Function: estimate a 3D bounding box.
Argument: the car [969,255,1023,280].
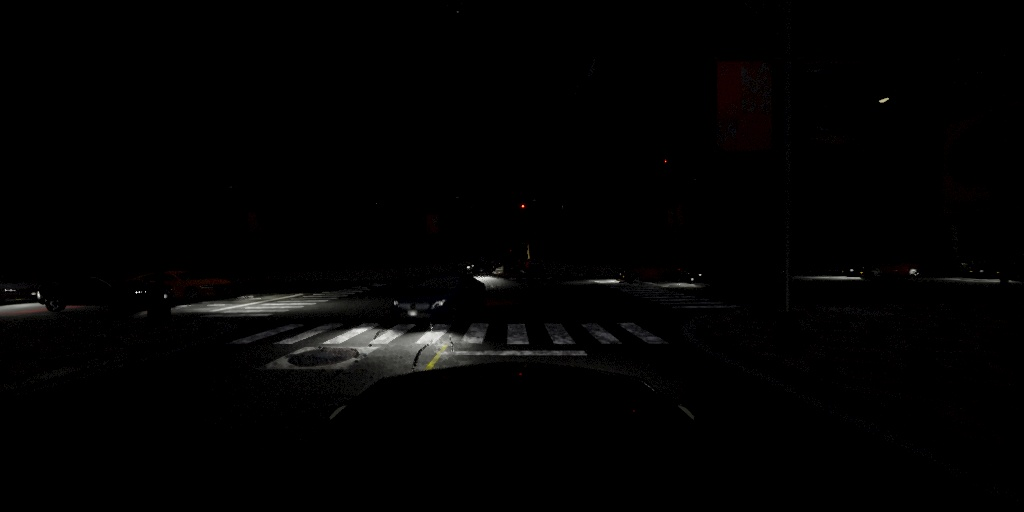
[{"bbox_3d":[31.843,0.668,22.470,4.892,1.490,1.837,-1,0,0],"label":"car"}]

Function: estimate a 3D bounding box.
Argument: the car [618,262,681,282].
[{"bbox_3d":[9.900,1.104,25.940,4.181,1.385,1.994,-1,0,4],"label":"car"}]

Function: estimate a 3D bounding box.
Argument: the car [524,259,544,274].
[{"bbox_3d":[2.733,1.305,41.164,2.007,1.370,4.403,0,0,0],"label":"car"}]

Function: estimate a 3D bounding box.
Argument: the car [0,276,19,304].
[{"bbox_3d":[-27.623,1.763,18.932,4.674,1.442,1.812,-1,0,0],"label":"car"}]

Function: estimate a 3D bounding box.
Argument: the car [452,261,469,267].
[{"bbox_3d":[-5.792,1.306,41.126,2.007,1.370,4.403,0,0,0],"label":"car"}]

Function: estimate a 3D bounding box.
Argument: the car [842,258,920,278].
[{"bbox_3d":[26.363,0.815,25.713,4.181,1.385,1.994,-1,0,0],"label":"car"}]

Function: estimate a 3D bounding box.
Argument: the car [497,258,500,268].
[{"bbox_3d":[-3.164,1.305,48.953,2.033,1.411,5.357,0,0,0],"label":"car"}]

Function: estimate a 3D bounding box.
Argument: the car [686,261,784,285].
[{"bbox_3d":[13.946,1.021,22.447,5.357,1.411,2.033,-1,0,0],"label":"car"}]

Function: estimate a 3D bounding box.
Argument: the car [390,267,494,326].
[{"bbox_3d":[-2.230,1.301,12.147,1.812,1.442,4.674,-1,0,13],"label":"car"}]

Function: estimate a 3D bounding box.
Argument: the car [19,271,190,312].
[{"bbox_3d":[-17.626,1.546,15.706,4.902,1.511,2.128,-1,0,2],"label":"car"}]

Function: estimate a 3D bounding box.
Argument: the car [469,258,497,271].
[{"bbox_3d":[-3.117,1.246,39.094,2.128,1.511,4.902,0,0,0],"label":"car"}]

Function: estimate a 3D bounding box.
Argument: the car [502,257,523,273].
[{"bbox_3d":[0.006,1.233,43.465,1.882,1.535,5.008,0,0,0],"label":"car"}]

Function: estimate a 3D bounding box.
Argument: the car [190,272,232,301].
[{"bbox_3d":[-17.649,1.528,18.950,5.008,1.535,1.882,-1,0,2],"label":"car"}]

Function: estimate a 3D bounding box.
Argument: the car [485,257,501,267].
[{"bbox_3d":[-3.201,1.288,58.891,1.812,1.442,4.674,0,0,0],"label":"car"}]
